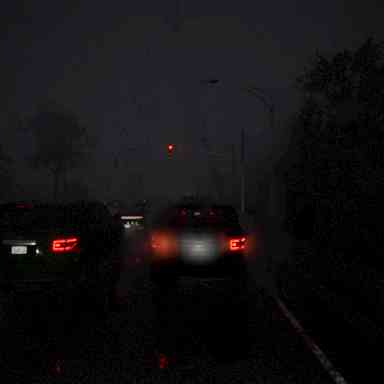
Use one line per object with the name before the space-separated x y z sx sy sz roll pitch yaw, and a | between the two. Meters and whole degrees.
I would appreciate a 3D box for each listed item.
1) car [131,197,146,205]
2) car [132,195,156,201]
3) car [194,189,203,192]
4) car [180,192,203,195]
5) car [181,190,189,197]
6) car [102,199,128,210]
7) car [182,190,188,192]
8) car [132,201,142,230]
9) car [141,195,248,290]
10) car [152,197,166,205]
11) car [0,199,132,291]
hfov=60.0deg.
car | -9.504 1.564 59.324 1.994 1.385 4.181 0 0 2
car | -6.362 1.547 44.122 2.033 1.411 5.357 0 0 1
car | 1.472 0.850 77.573 2.097 1.767 4.553 0 3 1
car | 0.328 1.221 19.563 2.150 2.045 5.566 0 0 1
car | -1.807 0.294 87.686 1.882 1.535 5.008 0 3 1
car | -10.096 1.601 43.935 1.895 1.301 4.718 0 0 6
car | -2.036 1.053 77.274 2.033 1.411 5.357 0 3 1
car | -3.187 1.491 19.013 2.128 1.511 4.902 0 0 1
car | 0.171 1.221 9.233 2.150 2.045 5.566 0 0 1
car | -5.974 1.600 60.625 1.895 1.301 4.718 0 0 2
car | -3.330 1.221 9.146 2.150 2.045 5.566 0 0 1
